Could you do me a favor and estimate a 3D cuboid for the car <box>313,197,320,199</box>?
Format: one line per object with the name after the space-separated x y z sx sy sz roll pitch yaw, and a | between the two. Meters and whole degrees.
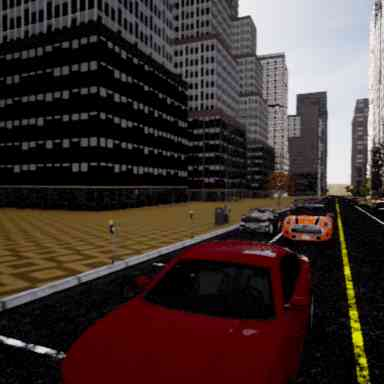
19.561 1.726 55.042 1.887 1.381 4.507 0 0 23 | car

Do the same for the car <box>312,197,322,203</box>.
28.488 1.834 75.695 2.008 1.369 4.403 0 0 23 | car

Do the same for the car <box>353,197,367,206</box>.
31.783 1.853 62.199 1.752 1.417 4.829 -1 0 23 | car

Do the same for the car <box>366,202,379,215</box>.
20.558 1.771 36.227 1.947 1.339 4.313 -1 0 23 | car

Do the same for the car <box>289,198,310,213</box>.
12.865 1.550 39.553 1.967 1.590 4.097 0 0 23 | car

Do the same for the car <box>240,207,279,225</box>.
3.939 1.572 18.899 2.008 1.369 4.403 0 0 23 | car

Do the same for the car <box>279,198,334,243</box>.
5.847 1.398 16.507 2.097 1.767 4.553 1 0 23 | car

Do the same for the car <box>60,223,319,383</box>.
0.514 1.474 4.415 1.882 1.535 5.008 1 0 23 | car

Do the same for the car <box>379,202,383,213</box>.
16.162 1.686 26.058 1.752 1.417 4.829 -1 0 23 | car
